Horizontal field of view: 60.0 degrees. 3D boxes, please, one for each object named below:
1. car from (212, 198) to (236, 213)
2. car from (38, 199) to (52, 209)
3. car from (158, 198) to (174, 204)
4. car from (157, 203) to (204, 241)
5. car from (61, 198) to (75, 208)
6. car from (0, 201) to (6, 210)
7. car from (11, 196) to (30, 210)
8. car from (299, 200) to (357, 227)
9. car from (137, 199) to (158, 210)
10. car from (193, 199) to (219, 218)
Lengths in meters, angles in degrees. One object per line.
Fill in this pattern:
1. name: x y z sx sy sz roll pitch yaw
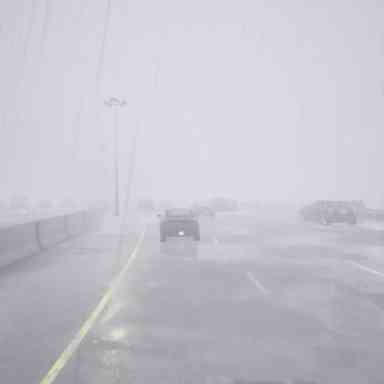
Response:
1. car: 2.911 1.438 38.133 2.097 1.767 4.553 -1 0 -13
2. car: -23.843 1.930 53.936 1.882 1.535 5.008 -1 0 -20
3. car: -4.101 1.689 51.007 1.882 1.535 5.008 0 0 -18
4. car: -0.742 1.570 17.212 1.837 1.490 4.892 0 0 -6
5. car: -20.792 1.779 55.781 2.097 1.767 4.553 -1 0 -20
6. car: -30.863 2.083 52.783 2.033 1.411 5.357 -1 0 -20
7. car: -27.043 1.722 52.537 2.150 2.045 5.566 0 0 -20
8. car: 9.160 1.315 22.893 2.097 1.767 4.553 -1 0 -8
9. car: -6.680 1.723 47.350 2.128 1.511 4.902 0 0 -17
10. car: 0.801 1.615 31.074 1.812 1.442 4.674 0 0 -11
